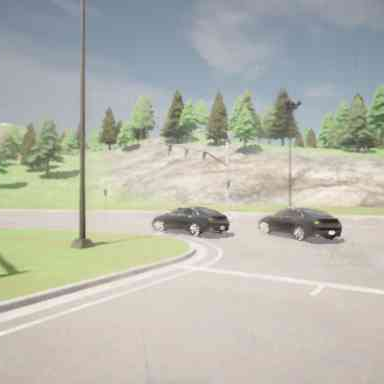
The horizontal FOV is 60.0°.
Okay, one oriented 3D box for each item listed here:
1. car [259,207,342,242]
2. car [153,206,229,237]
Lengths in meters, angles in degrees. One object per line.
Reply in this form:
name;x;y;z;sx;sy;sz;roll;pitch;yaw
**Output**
car;5.272;1.548;16.895;1.837;1.490;4.892;3;-1;-21
car;-0.195;1.552;18.396;4.892;1.490;1.837;0;-4;45
